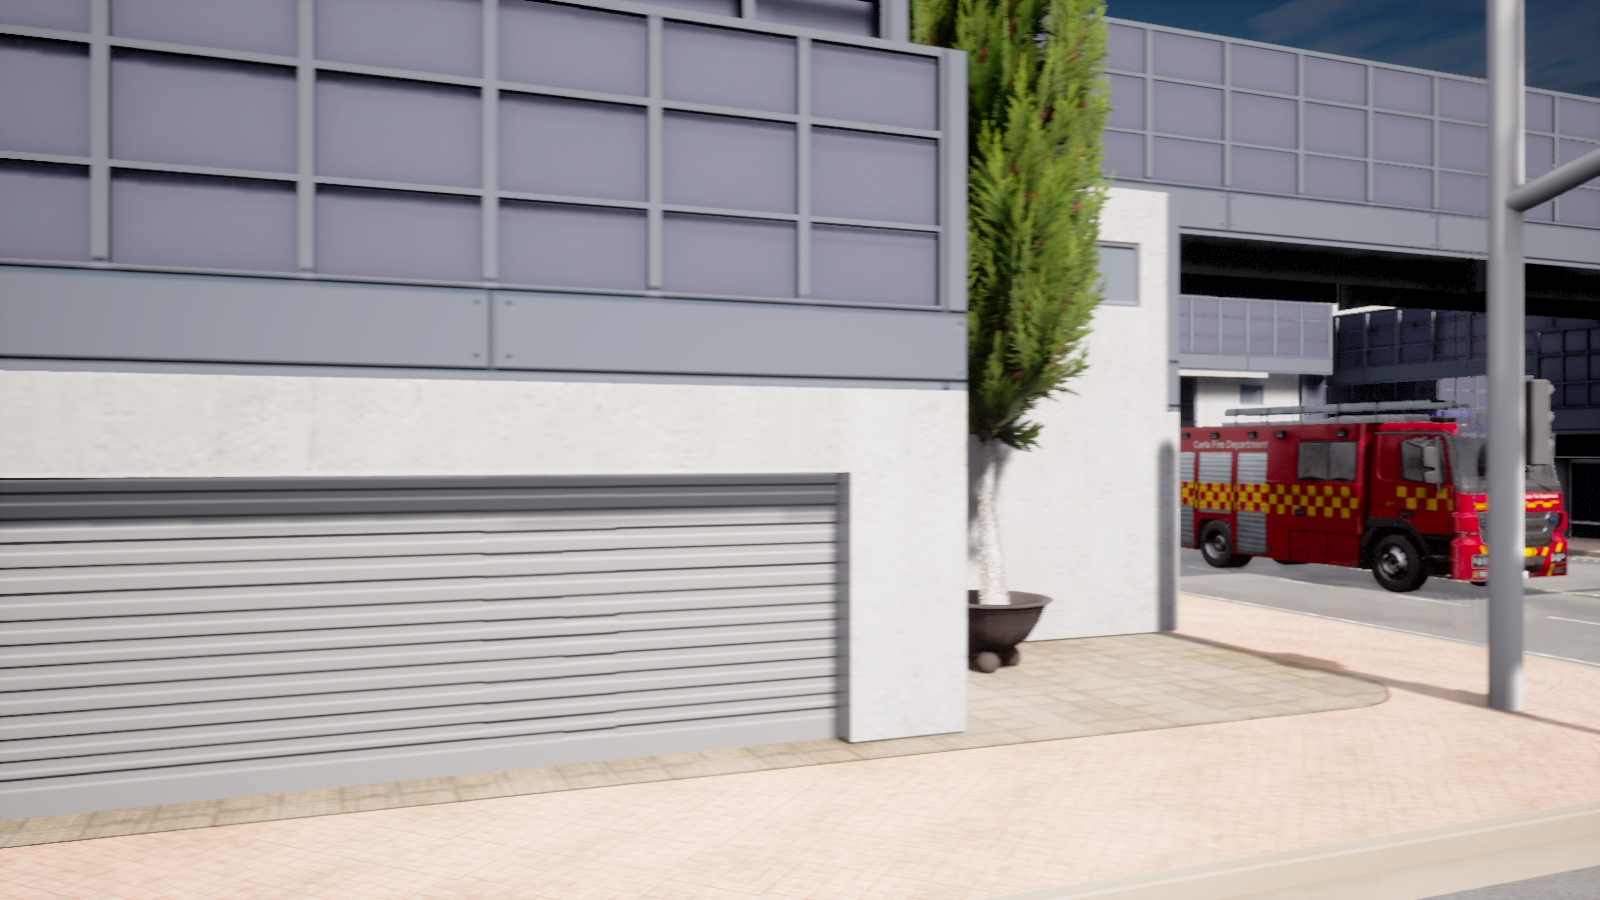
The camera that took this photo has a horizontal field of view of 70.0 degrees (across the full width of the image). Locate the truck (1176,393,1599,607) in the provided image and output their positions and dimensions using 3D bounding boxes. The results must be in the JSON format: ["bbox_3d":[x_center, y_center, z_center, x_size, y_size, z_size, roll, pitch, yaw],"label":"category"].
[{"bbox_3d":[12.197,0.890,24.890,2.891,3.827,8.468,0,0,-21],"label":"truck"}]
